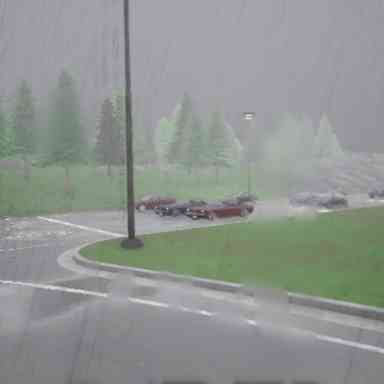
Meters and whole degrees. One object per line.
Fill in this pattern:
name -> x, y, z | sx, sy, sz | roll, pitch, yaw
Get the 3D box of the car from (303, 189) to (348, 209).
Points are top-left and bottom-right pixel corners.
car -> 12.518, 0.722, 30.436 | 4.674, 1.442, 1.812 | -3, 2, -39

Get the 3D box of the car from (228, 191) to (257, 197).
car -> 5.503, 0.673, 38.258 | 4.902, 1.511, 2.128 | -2, 1, -39

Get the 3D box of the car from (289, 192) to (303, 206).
car -> 11.956, 0.657, 34.493 | 4.674, 1.442, 1.812 | -2, 1, -39

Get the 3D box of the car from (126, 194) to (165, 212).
car -> -3.674, 0.967, 30.773 | 5.008, 1.535, 1.882 | -2, 1, -39

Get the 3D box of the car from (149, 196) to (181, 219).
car -> -0.458, 1.149, 24.371 | 4.718, 1.301, 1.895 | -2, 1, -39

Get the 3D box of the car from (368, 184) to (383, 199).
car -> 26.804, -0.151, 46.489 | 5.566, 2.045, 2.150 | -2, 1, -39

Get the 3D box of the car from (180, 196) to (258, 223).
car -> 1.843, 1.155, 21.732 | 4.718, 1.301, 1.895 | -2, 1, -39
